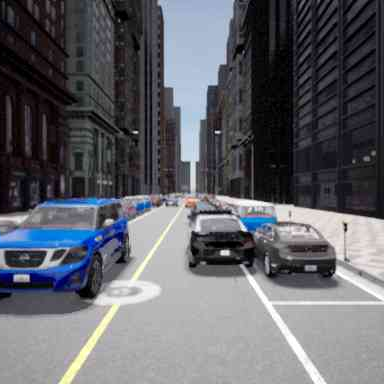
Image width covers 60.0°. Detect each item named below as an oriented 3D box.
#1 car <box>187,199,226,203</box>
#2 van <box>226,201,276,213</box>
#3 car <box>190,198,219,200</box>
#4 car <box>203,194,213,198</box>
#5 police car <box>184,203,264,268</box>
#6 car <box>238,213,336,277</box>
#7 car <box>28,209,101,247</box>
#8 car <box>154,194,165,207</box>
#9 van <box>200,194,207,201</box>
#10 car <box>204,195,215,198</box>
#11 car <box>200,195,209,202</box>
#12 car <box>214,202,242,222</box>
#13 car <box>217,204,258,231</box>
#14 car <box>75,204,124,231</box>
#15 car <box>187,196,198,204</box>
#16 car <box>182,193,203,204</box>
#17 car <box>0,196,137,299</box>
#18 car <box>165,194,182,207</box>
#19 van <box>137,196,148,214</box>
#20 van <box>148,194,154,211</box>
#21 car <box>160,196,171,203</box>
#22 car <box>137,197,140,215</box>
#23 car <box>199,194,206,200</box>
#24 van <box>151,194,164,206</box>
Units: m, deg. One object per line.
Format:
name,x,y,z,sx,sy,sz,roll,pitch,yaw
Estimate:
car,0.819,1.456,21.309,1.882,1.535,5.008,0,0,-2
van,2.784,1.324,15.579,1.690,1.788,3.998,0,0,0
car,0.941,1.480,27.331,1.837,1.490,4.892,0,0,0
car,2.843,1.279,55.033,2.192,1.841,5.009,0,0,0
police car,0.793,1.413,11.415,1.930,1.638,5.238,0,0,-2
car,2.776,1.539,9.943,2.008,1.369,4.403,0,0,0
car,-5.740,1.564,15.576,1.802,1.307,4.206,0,0,0
car,-5.690,1.280,49.394,2.192,1.841,5.009,0,0,0
van,2.886,1.312,83.214,1.690,1.788,3.998,0,0,0
car,2.827,1.511,43.760,1.887,1.381,4.507,0,0,0
car,2.878,1.494,77.748,1.752,1.417,4.829,0,0,0
car,2.802,1.556,26.852,1.802,1.307,4.206,0,0,0
car,2.793,1.529,21.216,2.008,1.369,4.403,0,0,0
car,-5.732,1.544,21.212,1.947,1.339,4.313,0,0,0
car,0.095,1.469,62.404,1.837,1.490,4.892,0,0,0
car,0.084,1.317,48.461,2.097,1.767,4.553,0,0,0
car,-3.088,1.210,8.797,2.150,2.045,5.566,0,0,0
car,-3.013,1.457,49.642,2.128,1.511,4.902,0,0,0
van,-5.715,1.312,32.485,1.690,1.788,3.998,0,0,0
van,-5.707,1.310,38.122,1.690,1.788,3.998,0,0,0
car,-5.656,1.511,71.941,1.887,1.381,4.507,0,0,0
car,-5.724,1.414,26.849,1.967,1.590,4.097,0,0,0
car,2.903,1.416,94.487,1.967,1.590,4.097,0,0,0
van,-5.681,1.305,55.031,1.690,1.788,3.998,0,0,0
